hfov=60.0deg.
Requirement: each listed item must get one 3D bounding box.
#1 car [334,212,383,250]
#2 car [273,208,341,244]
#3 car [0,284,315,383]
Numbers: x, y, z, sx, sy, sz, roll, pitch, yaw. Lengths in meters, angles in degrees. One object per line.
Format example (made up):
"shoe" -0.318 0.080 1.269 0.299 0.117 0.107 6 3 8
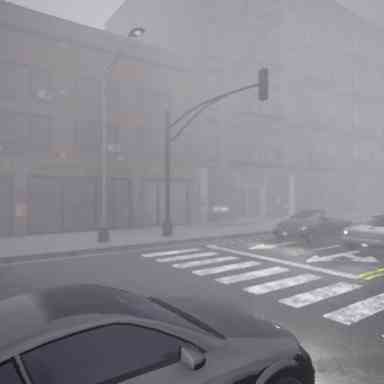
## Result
"car" 7.931 1.602 13.323 4.718 1.301 1.895 0 0 -38
"car" 5.879 1.527 15.855 4.674 1.442 1.812 0 0 -37
"car" -0.827 1.564 2.848 4.181 1.385 1.994 0 0 -35
